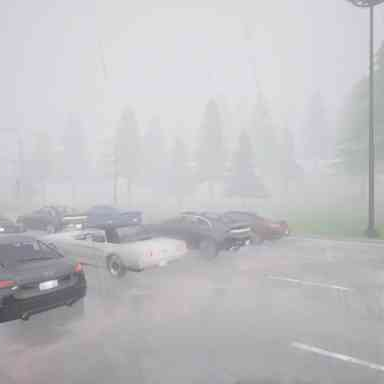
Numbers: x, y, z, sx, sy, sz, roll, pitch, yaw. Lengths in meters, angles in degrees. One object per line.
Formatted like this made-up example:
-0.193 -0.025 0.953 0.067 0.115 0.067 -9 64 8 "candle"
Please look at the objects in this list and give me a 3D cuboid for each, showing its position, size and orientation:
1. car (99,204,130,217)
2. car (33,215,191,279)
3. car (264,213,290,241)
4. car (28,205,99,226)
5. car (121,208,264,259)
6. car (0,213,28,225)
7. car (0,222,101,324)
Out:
-5.292 1.477 20.649 5.008 1.535 1.882 0 0 36 "car"
-2.568 1.601 10.090 4.718 1.301 1.895 0 0 36 "car"
2.112 1.526 15.349 4.674 1.442 1.812 0 0 36 "car"
-7.620 1.491 18.008 4.902 1.511 2.128 0 0 36 "car"
-0.092 1.491 12.624 4.902 1.511 2.128 0 0 36 "car"
-9.693 1.564 15.187 4.181 1.385 1.994 0 0 36 "car"
-4.097 1.564 6.871 4.181 1.385 1.994 0 0 35 "car"
